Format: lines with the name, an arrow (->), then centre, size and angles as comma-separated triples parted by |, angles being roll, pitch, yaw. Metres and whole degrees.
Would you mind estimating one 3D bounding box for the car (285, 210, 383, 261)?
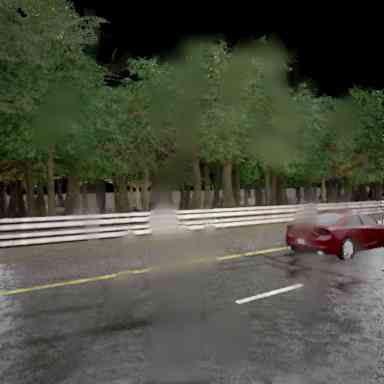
car -> 5.523, 1.400, 12.041 | 5.008, 1.535, 1.882 | -1, 0, -35
